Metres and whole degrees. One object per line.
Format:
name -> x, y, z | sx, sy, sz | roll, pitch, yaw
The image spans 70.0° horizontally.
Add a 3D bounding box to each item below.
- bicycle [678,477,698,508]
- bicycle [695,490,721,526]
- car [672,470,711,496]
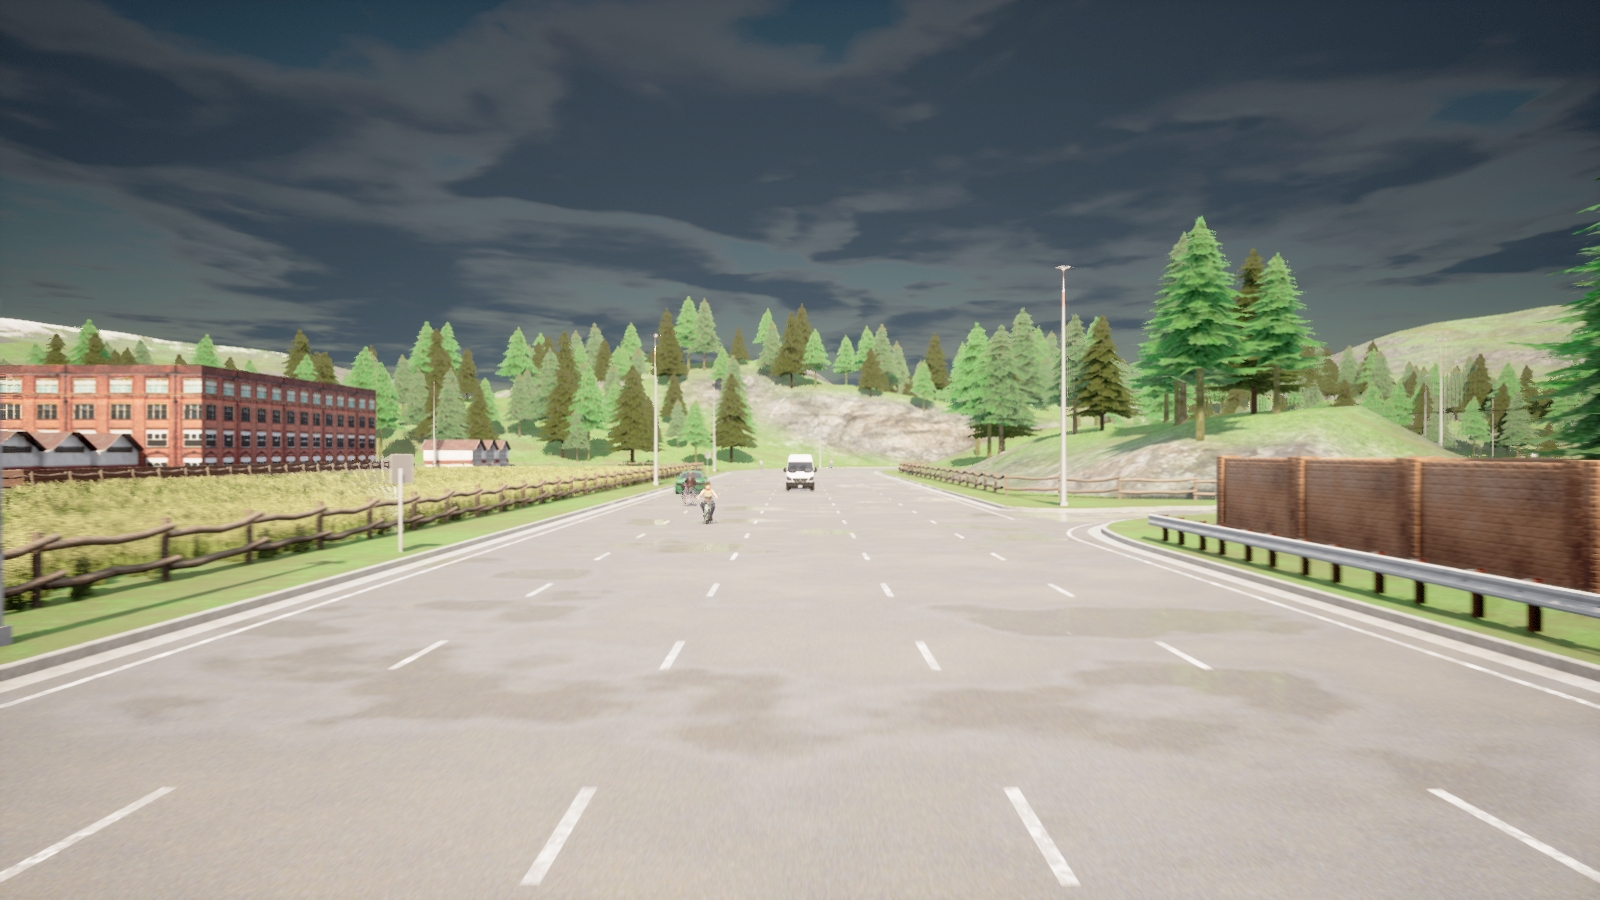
bicycle -> -5.584, 2.104, 57.030 | 0.329, 1.471, 1.835 | 1, 0, 15
bicycle -> -3.486, 2.191, 43.196 | 0.859, 1.276, 1.487 | 0, 0, 0
car -> -6.992, 2.091, 74.223 | 2.097, 1.535, 5.006 | 0, 0, 0
